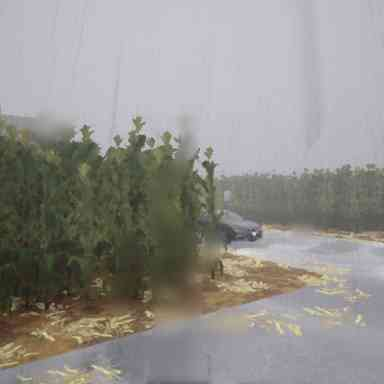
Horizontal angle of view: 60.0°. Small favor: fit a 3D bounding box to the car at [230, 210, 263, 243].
[{"bbox_3d":[1.233,1.559,16.106,1.837,1.490,4.892,0,0,-36],"label":"car"}]
